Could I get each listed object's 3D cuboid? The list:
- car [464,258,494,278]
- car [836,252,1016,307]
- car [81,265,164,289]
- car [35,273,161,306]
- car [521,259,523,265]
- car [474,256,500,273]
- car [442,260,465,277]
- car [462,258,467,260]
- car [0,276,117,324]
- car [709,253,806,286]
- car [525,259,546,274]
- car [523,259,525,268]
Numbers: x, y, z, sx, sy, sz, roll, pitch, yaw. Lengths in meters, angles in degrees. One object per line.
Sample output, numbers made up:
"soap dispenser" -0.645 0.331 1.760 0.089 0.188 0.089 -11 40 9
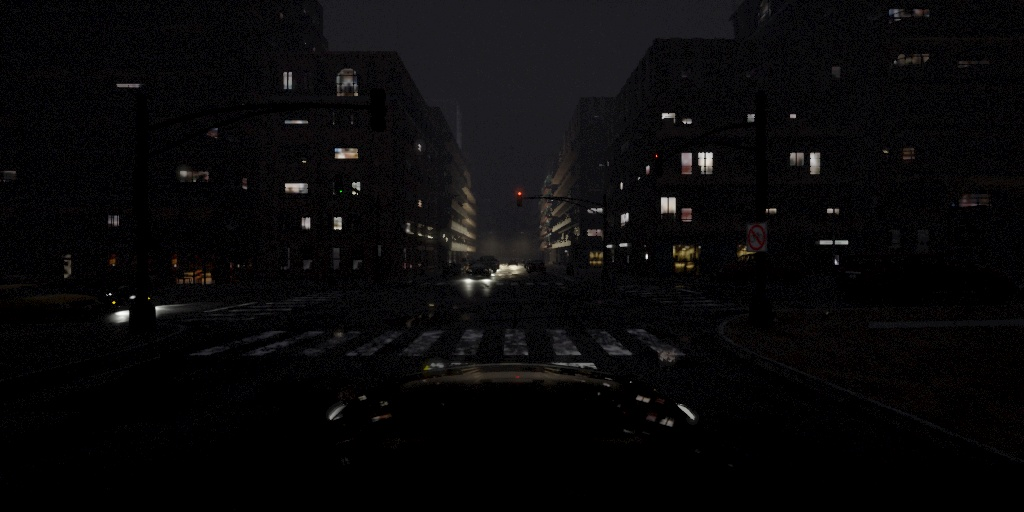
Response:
"car" -3.022 1.233 34.083 1.882 1.535 5.008 0 0 0
"car" 14.738 0.775 13.006 5.009 1.841 2.192 0 0 0
"car" -23.551 1.462 21.114 5.009 1.841 2.192 0 0 0
"car" -18.288 1.627 15.388 4.181 1.385 1.994 -1 0 0
"car" 2.829 1.348 57.811 1.802 1.307 4.207 0 0 0
"car" -2.995 0.981 44.065 2.150 2.045 5.566 0 0 0
"car" -5.608 1.322 35.099 1.948 1.339 4.313 0 0 0
"car" -5.594 1.283 40.612 1.751 1.417 4.829 0 0 0
"car" -17.603 1.585 12.803 4.829 1.417 1.751 0 0 0
"car" 14.624 0.759 21.385 5.009 1.841 2.192 0 0 0
"car" 2.786 1.198 40.763 1.967 1.591 4.097 0 0 0
"car" 2.801 1.200 46.446 1.967 1.591 4.097 0 0 0
